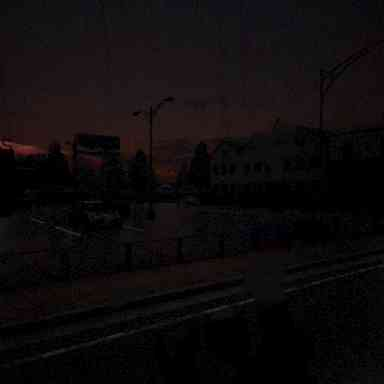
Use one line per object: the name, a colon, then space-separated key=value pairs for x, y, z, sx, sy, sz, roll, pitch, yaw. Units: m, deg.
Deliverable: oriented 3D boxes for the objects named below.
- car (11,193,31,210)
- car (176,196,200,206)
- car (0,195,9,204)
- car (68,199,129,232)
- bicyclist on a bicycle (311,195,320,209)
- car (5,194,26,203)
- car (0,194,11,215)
car: x=-19.776 y=1.092 z=38.195 sx=1.905 sy=1.878 sz=3.866 roll=0 pitch=0 yaw=-36
car: x=-0.586 y=1.349 z=50.252 sx=1.812 sy=1.442 sz=4.674 roll=0 pitch=0 yaw=-35
car: x=-39.139 y=1.495 z=66.149 sx=4.611 sy=1.667 sz=2.242 roll=0 pitch=0 yaw=-36
car: x=-5.261 y=1.247 z=17.929 sx=1.970 sy=1.475 sz=3.806 roll=0 pitch=0 yaw=-36
bicyclist on a bicycle: x=13.719 y=1.124 z=36.870 sx=1.656 sy=1.620 sz=0.582 roll=0 pitch=0 yaw=-35
car: x=-38.912 y=1.328 z=73.278 sx=3.866 sy=1.878 sz=1.905 roll=0 pitch=0 yaw=-36
car: x=-17.864 y=1.113 z=29.885 sx=1.932 sy=1.855 sz=4.605 roll=0 pitch=0 yaw=-36
